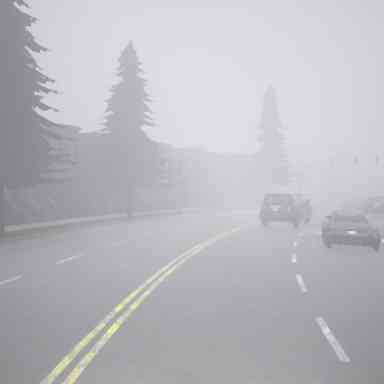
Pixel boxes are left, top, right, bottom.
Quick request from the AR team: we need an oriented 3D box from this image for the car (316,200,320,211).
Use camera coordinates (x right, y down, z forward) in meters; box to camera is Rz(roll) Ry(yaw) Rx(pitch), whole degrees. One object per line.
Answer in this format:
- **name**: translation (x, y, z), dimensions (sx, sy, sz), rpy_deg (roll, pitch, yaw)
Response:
- **car**: translation (10.977, 1.206, 33.254), dimensions (5.008, 1.535, 1.882), rpy_deg (0, 0, -45)

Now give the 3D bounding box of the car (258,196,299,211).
- **car**: translation (9.679, 1.190, 36.881), dimensions (4.902, 1.511, 2.128), rpy_deg (0, 1, -44)

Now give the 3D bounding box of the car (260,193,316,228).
- **car**: translation (5.994, 1.050, 20.915), dimensions (2.150, 2.045, 5.566), rpy_deg (0, 1, 30)

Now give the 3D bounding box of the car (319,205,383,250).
- **car**: translation (6.582, 1.449, 14.063), dimensions (1.994, 1.385, 4.181), rpy_deg (0, 0, 21)

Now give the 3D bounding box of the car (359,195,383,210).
- **car**: translation (16.312, 1.125, 28.364), dimensions (2.097, 1.767, 4.553), rpy_deg (0, 1, 44)

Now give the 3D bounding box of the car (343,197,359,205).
- **car**: translation (17.552, 1.267, 34.695), dimensions (5.357, 1.411, 2.033), rpy_deg (0, 1, -42)
